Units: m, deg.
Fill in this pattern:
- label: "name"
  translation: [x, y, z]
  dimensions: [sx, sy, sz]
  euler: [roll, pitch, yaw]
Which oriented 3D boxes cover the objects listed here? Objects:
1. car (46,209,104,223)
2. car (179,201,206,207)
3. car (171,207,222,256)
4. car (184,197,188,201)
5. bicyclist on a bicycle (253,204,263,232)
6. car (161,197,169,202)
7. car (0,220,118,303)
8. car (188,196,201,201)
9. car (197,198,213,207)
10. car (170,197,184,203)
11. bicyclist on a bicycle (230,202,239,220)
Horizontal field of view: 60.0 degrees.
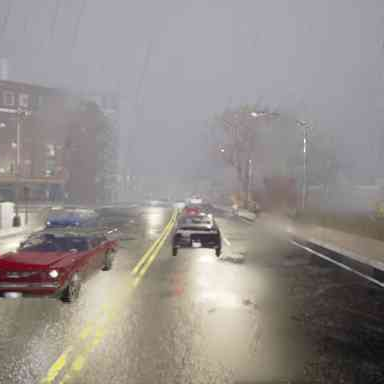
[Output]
- label: "car"
  translation: [-6.524, 1.677, 18.890]
  dimensions: [1.895, 1.301, 4.718]
  euler: [1, -1, 0]
- label: "car"
  translation: [-0.040, 1.846, 31.742]
  dimensions: [1.994, 1.385, 4.181]
  euler: [1, 0, -1]
- label: "car"
  translation: [0.174, 1.620, 13.823]
  dimensions: [2.128, 1.511, 4.902]
  euler: [1, -1, 0]
- label: "car"
  translation: [-0.939, 2.274, 91.724]
  dimensions: [1.812, 1.442, 4.674]
  euler: [1, 0, -7]
- label: "bicyclist on a bicycle"
  translation: [4.191, 1.623, 21.284]
  dimensions: [0.659, 1.776, 1.843]
  euler: [1, 0, -1]
- label: "car"
  translation: [-7.640, 2.215, 93.132]
  dimensions: [1.994, 1.385, 4.181]
  euler: [1, 0, -6]
- label: "car"
  translation: [-3.293, 1.630, 8.381]
  dimensions: [1.895, 1.301, 4.718]
  euler: [1, -1, 1]
- label: "car"
  translation: [0.904, 1.865, 72.875]
  dimensions: [2.150, 2.045, 5.566]
  euler: [1, 0, -5]
- label: "car"
  translation: [2.253, 2.112, 54.806]
  dimensions: [1.895, 1.301, 4.718]
  euler: [1, 0, -3]
- label: "car"
  translation: [-4.133, 2.299, 91.035]
  dimensions: [1.895, 1.301, 4.718]
  euler: [1, 0, -7]
- label: "bicyclist on a bicycle"
  translation: [4.053, 1.773, 31.275]
  dimensions: [0.866, 1.612, 1.509]
  euler: [1, 0, -2]
